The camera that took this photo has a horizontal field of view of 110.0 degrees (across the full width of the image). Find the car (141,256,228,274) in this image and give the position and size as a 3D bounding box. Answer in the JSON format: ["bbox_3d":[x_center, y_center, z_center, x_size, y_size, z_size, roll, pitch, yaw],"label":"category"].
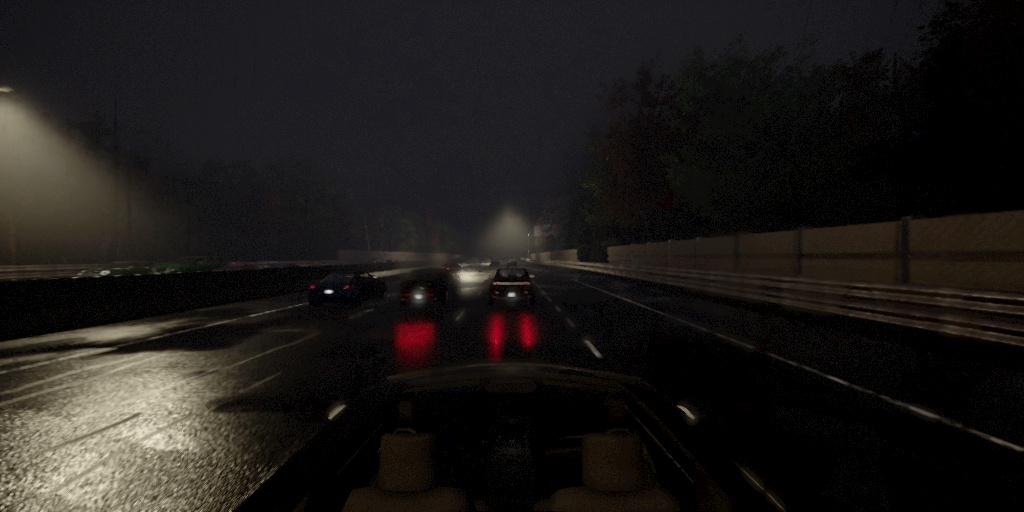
[{"bbox_3d":[-24.572,1.004,27.773,2.150,2.045,5.566,0,0,0],"label":"car"}]

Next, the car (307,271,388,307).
[{"bbox_3d":[-6.996,1.330,15.698,1.994,1.385,4.181,0,0,0],"label":"car"}]

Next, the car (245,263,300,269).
[{"bbox_3d":[-17.574,1.305,27.357,1.812,1.442,4.674,0,0,0],"label":"car"}]

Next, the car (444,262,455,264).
[{"bbox_3d":[-6.987,1.359,40.957,1.994,1.385,4.181,0,0,0],"label":"car"}]

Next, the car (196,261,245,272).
[{"bbox_3d":[-21.072,1.305,27.506,1.812,1.442,4.674,0,0,0],"label":"car"}]

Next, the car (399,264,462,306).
[{"bbox_3d":[-3.496,1.273,15.852,1.837,1.490,4.892,0,0,0],"label":"car"}]

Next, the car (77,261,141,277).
[{"bbox_3d":[-28.066,1.129,25.904,2.097,1.767,4.553,0,0,0],"label":"car"}]

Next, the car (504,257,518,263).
[{"bbox_3d":[0.020,1.314,65.462,2.128,1.511,4.902,0,0,0],"label":"car"}]

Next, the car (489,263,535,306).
[{"bbox_3d":[0.002,1.258,16.007,2.128,1.511,4.902,0,0,0],"label":"car"}]
